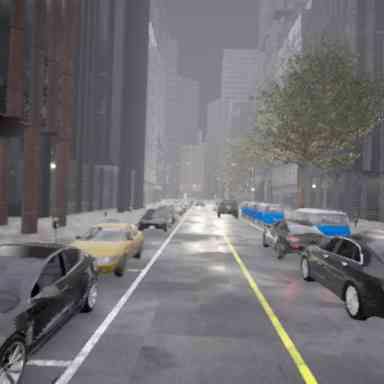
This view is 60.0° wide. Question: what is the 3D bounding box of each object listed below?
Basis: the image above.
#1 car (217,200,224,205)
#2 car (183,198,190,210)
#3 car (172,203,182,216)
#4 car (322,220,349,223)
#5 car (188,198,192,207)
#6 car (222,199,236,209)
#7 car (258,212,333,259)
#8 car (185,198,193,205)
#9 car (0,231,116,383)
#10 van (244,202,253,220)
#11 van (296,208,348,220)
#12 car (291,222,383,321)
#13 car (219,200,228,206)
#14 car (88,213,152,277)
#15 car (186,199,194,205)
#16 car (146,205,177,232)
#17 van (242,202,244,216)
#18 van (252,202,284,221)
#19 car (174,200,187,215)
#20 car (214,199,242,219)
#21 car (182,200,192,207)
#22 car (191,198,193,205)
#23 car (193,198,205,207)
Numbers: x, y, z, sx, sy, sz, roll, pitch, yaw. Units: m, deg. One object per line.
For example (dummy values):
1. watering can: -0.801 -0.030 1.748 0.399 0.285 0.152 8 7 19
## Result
1. car: 8.110 2.973 94.874 1.752 1.417 4.829 2 -1 2
2. car: -1.721 1.931 44.380 1.967 1.590 4.097 2 -1 2
3. car: -2.162 1.833 27.529 1.947 1.339 4.313 2 -1 2
4. car: 5.919 1.859 10.464 1.887 1.381 4.507 2 -1 2
5. car: -1.433 2.192 55.612 2.008 1.369 4.403 2 -1 2
6. car: 7.384 2.375 66.627 2.192 1.841 5.009 2 -1 2
7. car: 4.143 1.824 13.711 1.812 1.442 4.674 2 -1 2
8. car: -0.701 2.464 83.694 1.967 1.590 4.097 2 -1 2
9. car: -2.745 1.541 5.064 1.947 1.339 4.313 2 -1 2
10. van: 6.509 1.949 32.931 1.690 1.788 3.998 2 -1 2
11. van: 6.071 1.729 16.083 1.690 1.788 3.998 2 -1 2
12. car: 3.988 1.726 7.714 1.837 1.490 4.892 2 -1 2
13. car: 7.814 2.841 83.472 2.008 1.369 4.403 2 -1 2
14. car: -2.603 1.571 10.511 1.752 1.417 4.829 2 -1 2
15. car: -0.559 2.683 89.309 1.802 1.307 4.206 2 -1 2
16. car: -2.308 1.760 21.913 1.947 1.339 4.313 2 -1 2
17. van: 6.654 2.024 38.546 1.690 1.788 3.998 2 -1 2
18. van: 6.363 1.876 27.314 1.690 1.788 3.998 2 -1 2
19. car: -1.874 1.939 38.593 1.752 1.417 4.829 2 -1 2
20. car: 3.887 1.796 36.846 2.150 2.045 5.566 2 -1 2
21. car: -0.995 2.414 72.461 1.887 1.381 4.507 2 -1 2
22. car: -1.287 2.268 61.228 2.008 1.369 4.403 2 -1 2
23. car: 1.735 2.504 71.224 1.994 1.385 4.181 2 -1 2
